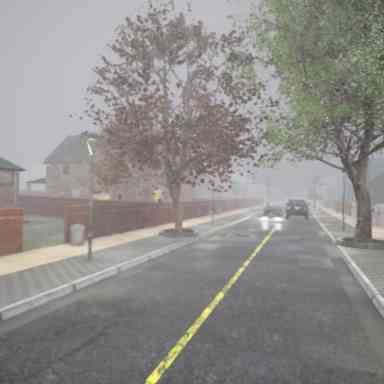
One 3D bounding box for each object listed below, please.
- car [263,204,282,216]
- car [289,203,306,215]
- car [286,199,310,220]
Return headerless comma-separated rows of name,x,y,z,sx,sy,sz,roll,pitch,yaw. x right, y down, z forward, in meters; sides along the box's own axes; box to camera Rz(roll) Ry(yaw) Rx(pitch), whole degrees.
car,9.600,2.143,39.480,1.895,1.301,4.718,1,-1,18
car,14.038,2.219,44.236,2.033,1.411,5.357,1,-1,18
car,10.909,1.746,34.423,2.150,2.045,5.566,1,-1,18
